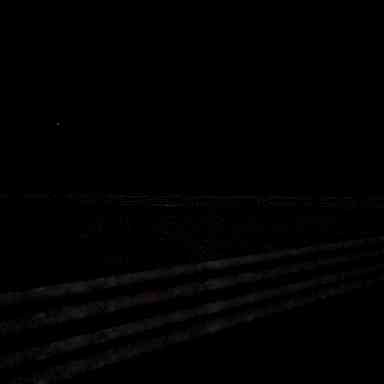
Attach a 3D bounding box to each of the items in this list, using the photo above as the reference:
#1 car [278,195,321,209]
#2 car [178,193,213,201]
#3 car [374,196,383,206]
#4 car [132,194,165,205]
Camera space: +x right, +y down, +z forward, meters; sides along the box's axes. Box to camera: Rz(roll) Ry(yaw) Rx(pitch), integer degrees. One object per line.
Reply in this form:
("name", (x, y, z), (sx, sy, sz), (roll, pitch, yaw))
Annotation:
("car", (12.380, 1.087, 38.310), (4.902, 1.511, 2.128), (1, 0, 1))
("car", (0.518, 0.905, 45.566), (4.892, 1.490, 1.837), (1, 0, 1))
("car", (27.531, 1.291, 45.003), (4.718, 1.301, 1.895), (1, 1, 1))
("car", (-5.531, 0.895, 42.166), (4.181, 1.385, 1.994), (0, 0, 1))
